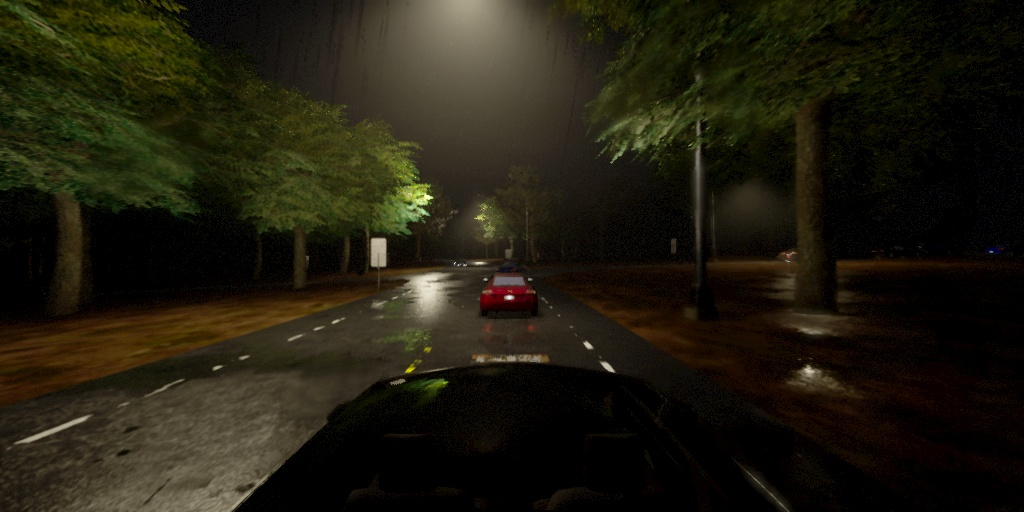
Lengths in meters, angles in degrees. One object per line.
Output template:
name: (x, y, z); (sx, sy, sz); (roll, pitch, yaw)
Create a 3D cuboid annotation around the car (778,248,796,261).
car: (35.742, -0.297, 44.506); (4.553, 1.767, 2.097); (-1, 0, -1)

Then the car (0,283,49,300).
car: (-44.048, 3.171, 32.541); (4.181, 1.385, 1.994); (-3, 0, -11)

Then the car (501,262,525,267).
car: (0.053, 1.235, 31.087); (1.812, 1.442, 4.674); (-1, 0, 14)

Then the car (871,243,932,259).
car: (44.614, -0.396, 41.515); (4.902, 1.511, 2.128); (-1, -1, 1)

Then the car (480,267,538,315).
car: (-0.144, 1.308, 13.584); (1.994, 1.385, 4.181); (0, 0, -2)
